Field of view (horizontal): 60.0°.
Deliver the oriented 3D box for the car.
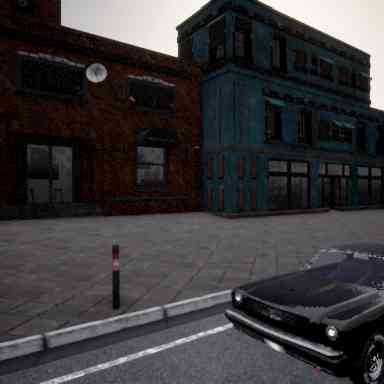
[{"bbox_3d":[2.816,1.587,5.405,4.718,1.301,1.895,0,0,-36],"label":"car"}]
